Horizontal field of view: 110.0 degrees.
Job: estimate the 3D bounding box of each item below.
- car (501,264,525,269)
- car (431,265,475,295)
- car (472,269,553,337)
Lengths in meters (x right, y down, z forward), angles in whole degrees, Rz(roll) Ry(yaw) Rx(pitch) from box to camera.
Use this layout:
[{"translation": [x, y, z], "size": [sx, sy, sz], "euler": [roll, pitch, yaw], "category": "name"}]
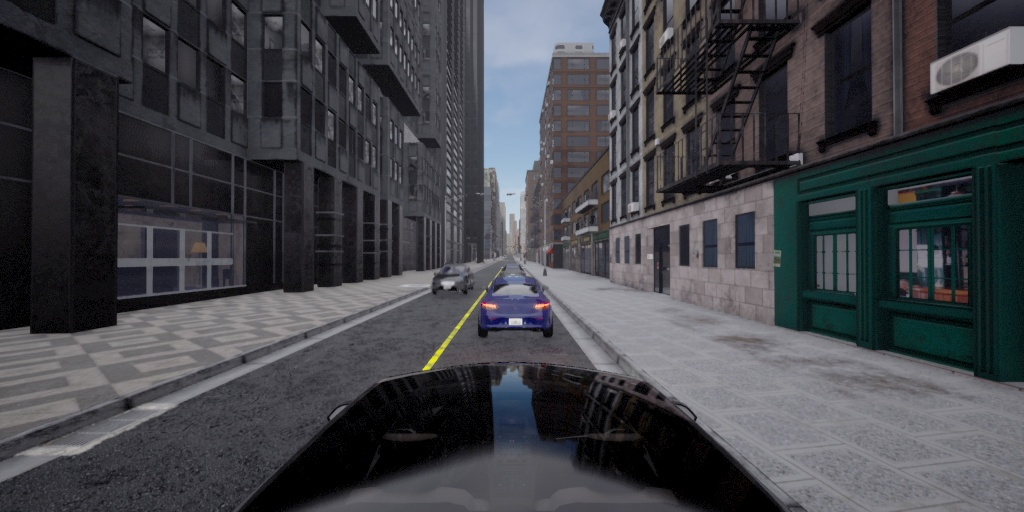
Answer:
[{"translation": [0.062, 1.316, 28.207], "size": [1.994, 1.385, 4.181], "euler": [0, 0, 0], "category": "car"}, {"translation": [-3.126, 1.243, 19.784], "size": [2.128, 1.511, 4.902], "euler": [0, 0, 0], "category": "car"}, {"translation": [0.088, 1.277, 10.159], "size": [1.812, 1.442, 4.674], "euler": [0, 0, 0], "category": "car"}]
